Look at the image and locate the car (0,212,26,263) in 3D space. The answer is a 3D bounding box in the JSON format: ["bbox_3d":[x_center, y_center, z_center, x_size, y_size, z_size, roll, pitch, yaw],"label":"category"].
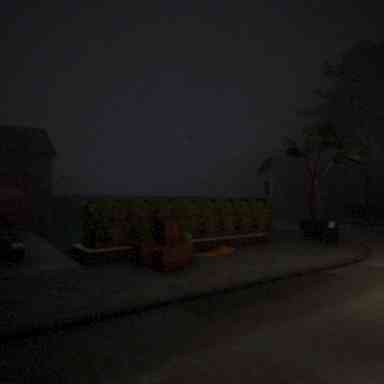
[{"bbox_3d":[-6.619,1.360,10.676,2.033,1.415,5.357,0,0,-33],"label":"car"}]
